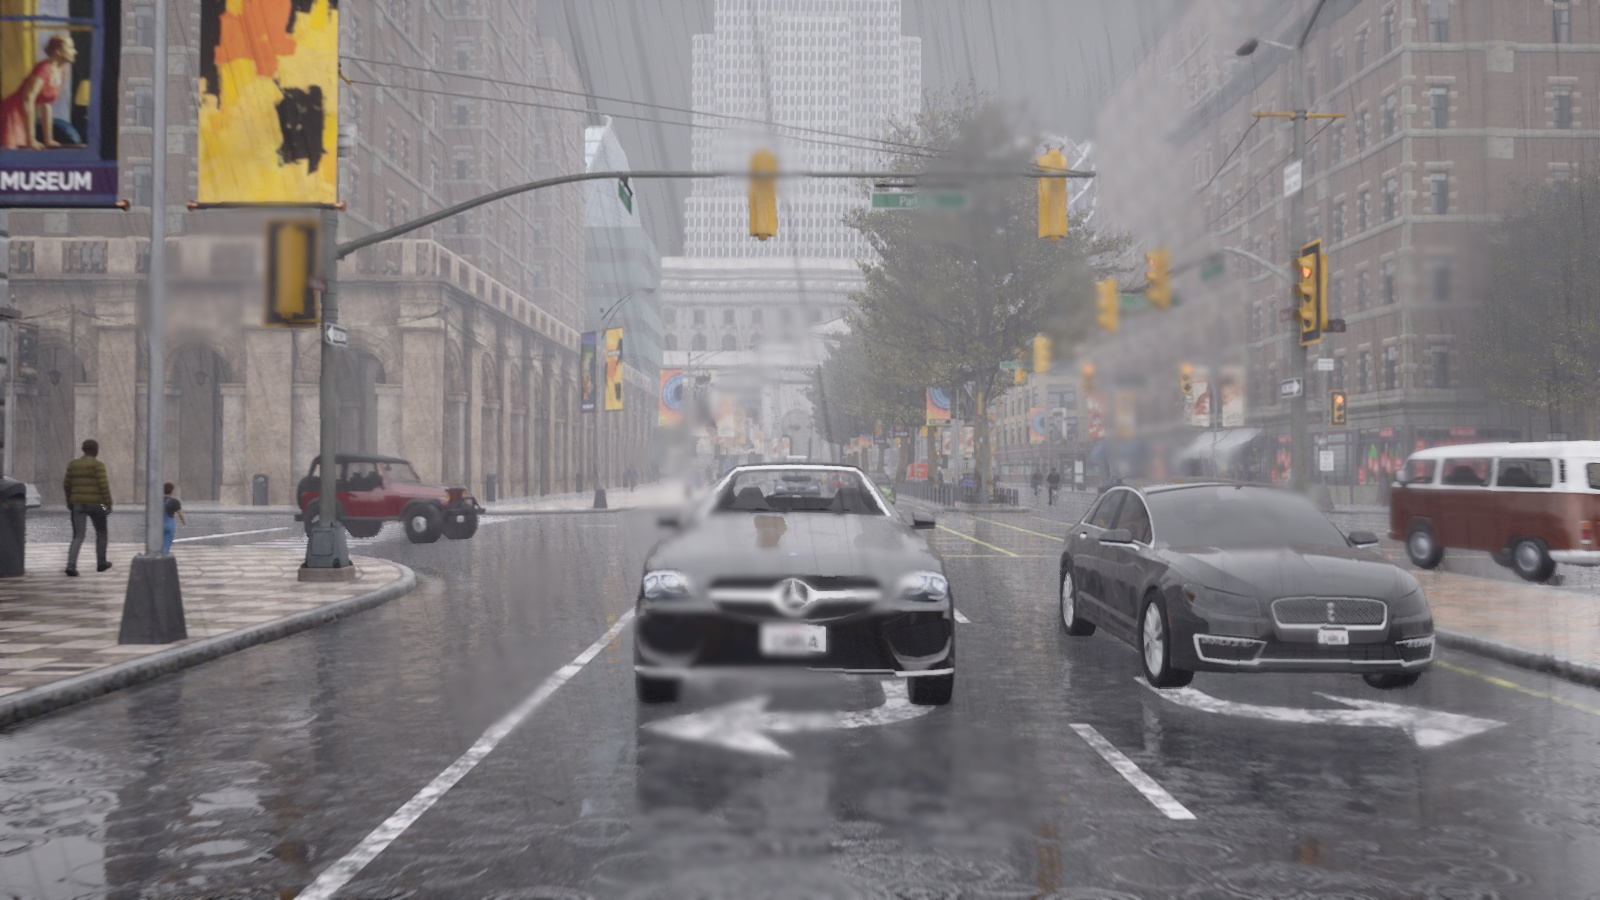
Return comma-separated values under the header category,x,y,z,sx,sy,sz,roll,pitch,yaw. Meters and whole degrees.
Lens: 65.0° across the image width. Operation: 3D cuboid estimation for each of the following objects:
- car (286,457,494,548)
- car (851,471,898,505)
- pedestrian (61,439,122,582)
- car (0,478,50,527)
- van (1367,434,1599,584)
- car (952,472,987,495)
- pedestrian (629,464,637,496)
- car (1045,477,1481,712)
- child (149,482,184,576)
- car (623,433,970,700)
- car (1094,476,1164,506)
category,x,y,z,sx,sy,sz,roll,pitch,yaw
car,-8.863,1.108,27.287,3.866,1.878,1.905,0,-1,12
car,3.437,1.739,58.585,2.007,1.525,4.514,0,-1,1
pedestrian,-9.310,0.788,16.520,0.370,1.835,0.726,0,-1,1
car,-25.758,1.591,38.285,4.674,1.442,1.812,0,-1,0
van,11.034,0.825,19.406,2.069,2.038,4.480,0,-1,-8
car,11.278,2.202,83.828,1.816,1.474,4.193,0,-1,0
pedestrian,-10.252,1.818,77.180,0.423,1.949,0.788,0,-1,0
car,3.474,0.985,10.573,1.837,1.490,4.892,0,-1,0
child,-8.682,1.078,17.224,0.270,1.263,0.437,0,-1,-2
car,-0.026,0.769,10.330,2.152,1.651,5.027,0,-1,0
car,14.863,1.820,56.980,1.895,1.301,4.718,0,-1,0
